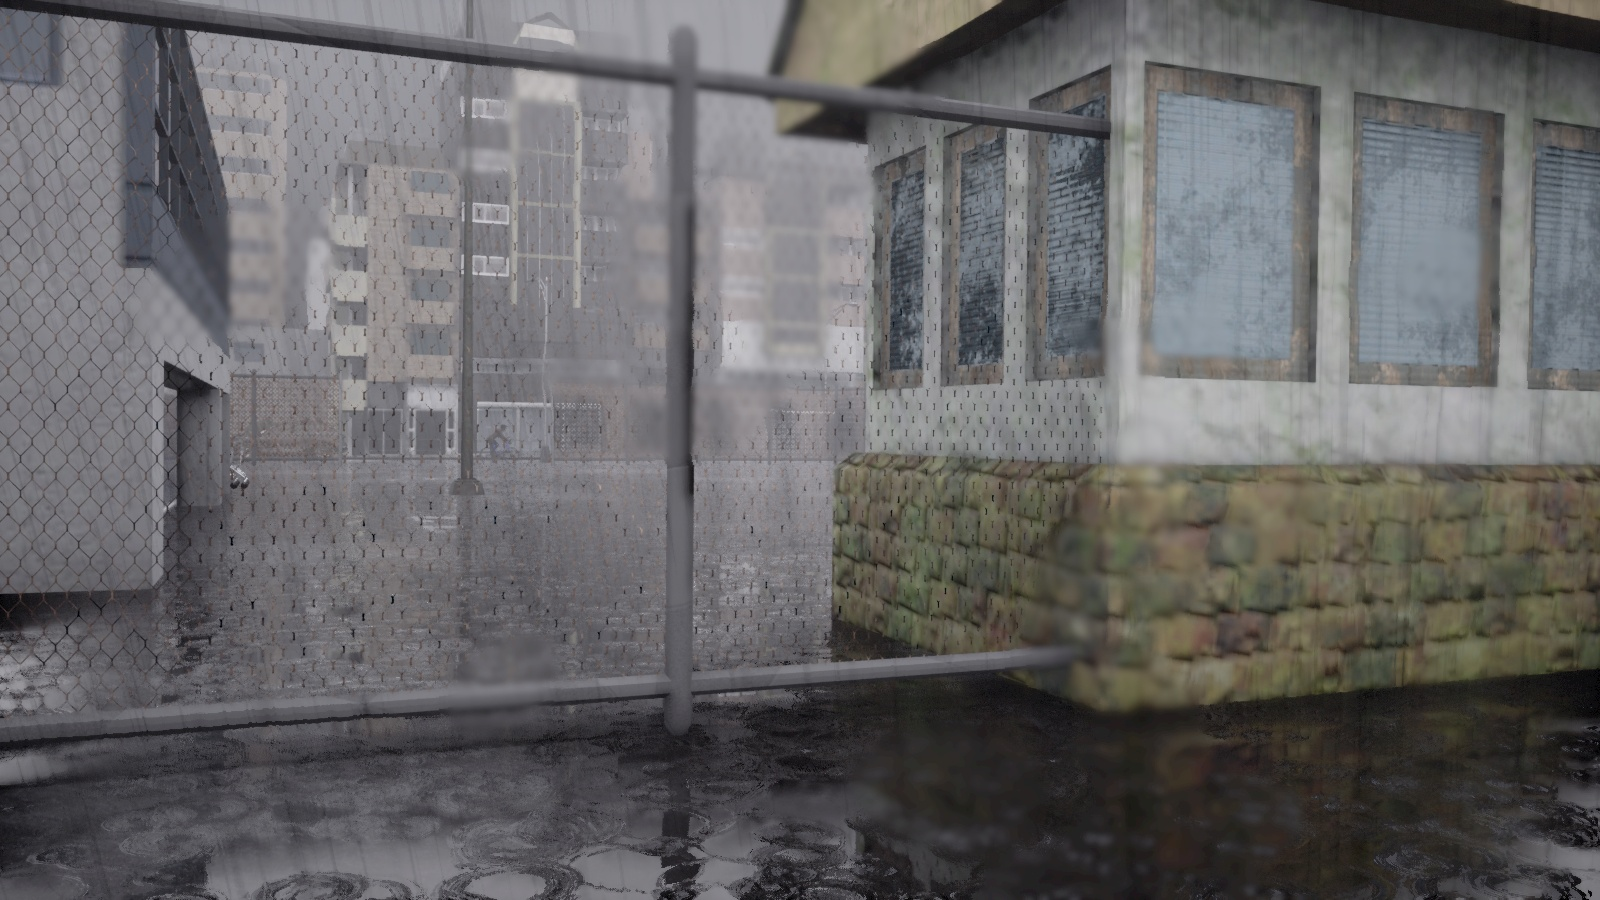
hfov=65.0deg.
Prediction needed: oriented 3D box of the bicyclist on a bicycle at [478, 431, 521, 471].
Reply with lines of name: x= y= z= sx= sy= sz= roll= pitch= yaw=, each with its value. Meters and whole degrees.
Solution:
bicyclist on a bicycle: x=-12.509 y=0.035 z=52.301 sx=1.656 sy=1.620 sz=0.582 roll=-1 pitch=1 yaw=-22

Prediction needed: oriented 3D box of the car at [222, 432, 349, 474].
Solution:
car: x=-21.616 y=0.101 z=52.884 sx=4.856 sy=1.649 sz=2.033 roll=-1 pitch=1 yaw=-22
